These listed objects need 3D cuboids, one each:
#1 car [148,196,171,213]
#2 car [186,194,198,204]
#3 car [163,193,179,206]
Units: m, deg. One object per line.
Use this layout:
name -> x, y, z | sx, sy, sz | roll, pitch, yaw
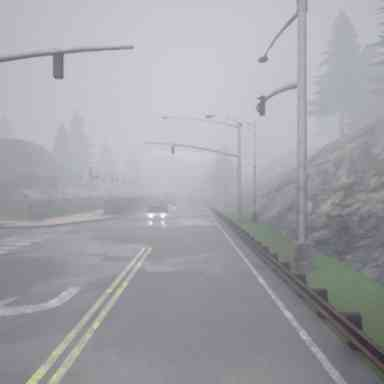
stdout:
car -> -3.595, 1.487, 35.774 | 1.994, 1.385, 4.181 | 0, 0, -1
car -> 0.009, 1.219, 61.624 | 2.097, 1.767, 4.553 | 0, 0, 0
car -> -3.558, 1.113, 51.136 | 2.150, 2.045, 5.566 | 0, 0, 0
